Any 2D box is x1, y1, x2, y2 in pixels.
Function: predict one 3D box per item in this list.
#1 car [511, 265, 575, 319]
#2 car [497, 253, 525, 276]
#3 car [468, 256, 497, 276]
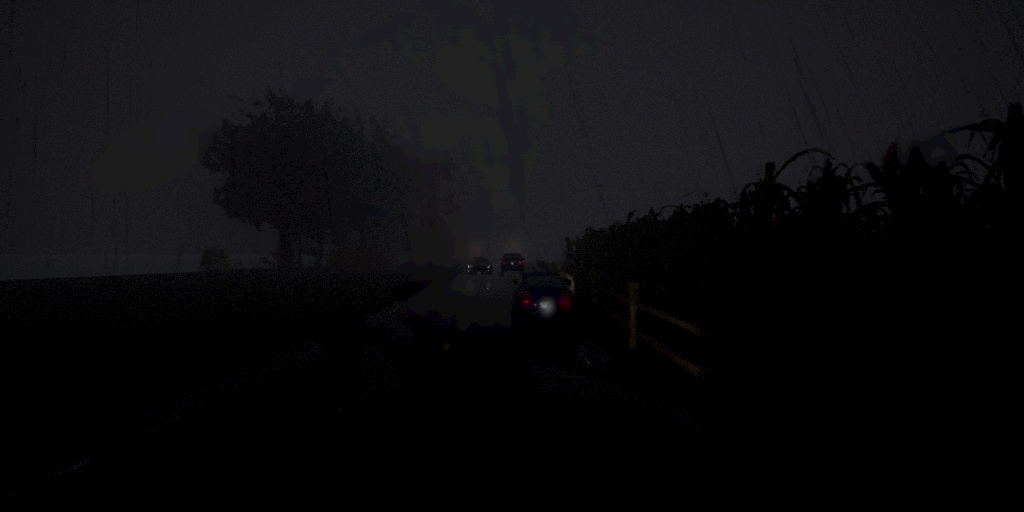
[{"bbox_3d":[0.965,1.200,12.280,1.812,1.442,4.674,0,0,0],"label":"car"},{"bbox_3d":[0.041,0.739,33.968,2.150,2.045,5.566,0,0,0],"label":"car"},{"bbox_3d":[-2.834,0.877,33.224,2.097,1.767,4.553,0,0,0],"label":"car"}]
